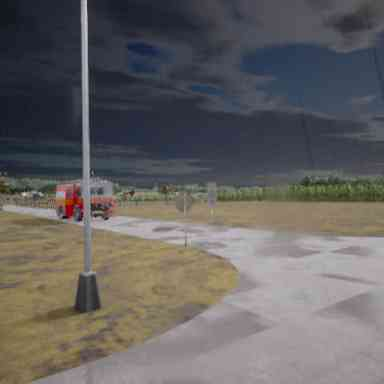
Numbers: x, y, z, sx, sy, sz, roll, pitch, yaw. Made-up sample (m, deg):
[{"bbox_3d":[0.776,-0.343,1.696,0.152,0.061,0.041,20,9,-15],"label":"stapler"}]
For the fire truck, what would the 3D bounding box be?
[{"bbox_3d":[-10.198,0.713,31.017,2.891,3.827,8.468,-1,0,-36],"label":"fire truck"}]
